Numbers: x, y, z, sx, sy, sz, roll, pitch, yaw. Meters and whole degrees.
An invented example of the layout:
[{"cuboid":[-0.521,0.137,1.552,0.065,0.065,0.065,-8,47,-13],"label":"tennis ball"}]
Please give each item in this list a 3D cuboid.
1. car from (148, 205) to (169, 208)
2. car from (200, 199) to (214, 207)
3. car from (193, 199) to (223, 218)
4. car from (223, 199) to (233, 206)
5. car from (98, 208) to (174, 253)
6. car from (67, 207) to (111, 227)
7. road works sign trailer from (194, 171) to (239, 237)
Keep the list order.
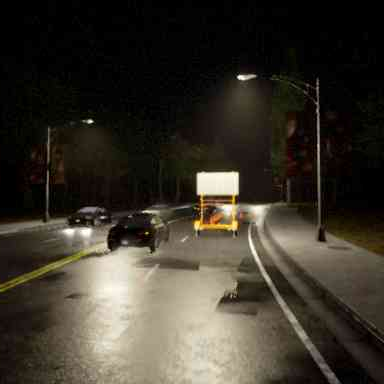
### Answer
[{"cuboid":[-3.057,1.826,29.022,1.895,1.301,4.718,0,-1,13],"label":"car"},{"cuboid":[3.027,2.049,64.882,1.812,1.442,4.674,0,-1,15],"label":"car"},{"cuboid":[1.374,1.721,32.491,2.128,1.511,4.902,0,-1,14],"label":"car"},{"cuboid":[7.285,2.114,68.207,1.895,1.301,4.718,0,-1,15],"label":"car"},{"cuboid":[-2.134,1.637,14.216,1.812,1.442,4.674,0,0,7],"label":"car"},{"cuboid":[-7.320,1.768,24.353,1.994,1.385,4.181,0,-1,11],"label":"car"},{"cuboid":[1.484,0.597,18.939,2.380,3.560,2.880,0,0,12],"label":"road works sign trailer"}]
